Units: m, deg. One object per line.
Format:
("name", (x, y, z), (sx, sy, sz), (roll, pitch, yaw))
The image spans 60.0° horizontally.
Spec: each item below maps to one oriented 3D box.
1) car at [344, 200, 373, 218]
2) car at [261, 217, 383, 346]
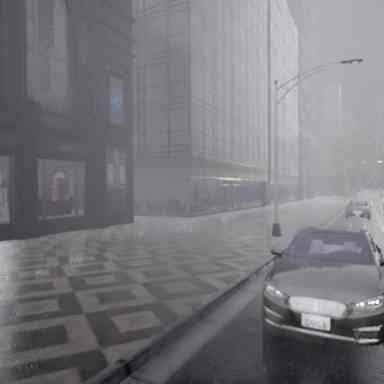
("car", (13.799, 1.462, 27.631), (2.128, 1.511, 4.902), (0, 0, 28))
("car", (2.807, 1.487, 6.659), (2.128, 1.511, 4.902), (0, 0, 28))
